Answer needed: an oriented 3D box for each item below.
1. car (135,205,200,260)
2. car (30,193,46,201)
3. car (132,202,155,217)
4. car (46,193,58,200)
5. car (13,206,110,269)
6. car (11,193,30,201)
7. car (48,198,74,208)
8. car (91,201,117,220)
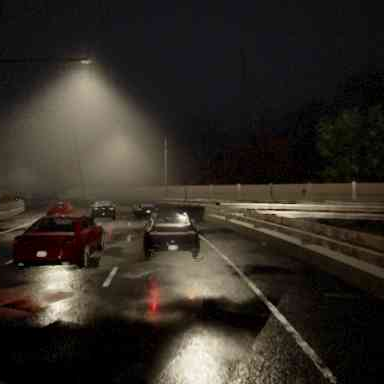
[{"bbox_3d":[-0.854,1.481,12.531,2.128,1.511,4.902,0,0,-7],"label":"car"},{"bbox_3d":[-37.587,1.153,78.886,5.566,2.045,2.150,0,0,42],"label":"car"},{"bbox_3d":[-4.018,1.548,28.823,1.994,1.385,4.181,0,0,-15],"label":"car"},{"bbox_3d":[-34.757,1.153,81.104,5.566,2.045,2.150,0,0,42],"label":"car"},{"bbox_3d":[-4.224,1.483,11.271,1.882,1.535,5.008,0,0,-6],"label":"car"},{"bbox_3d":[-39.975,1.482,76.330,5.357,1.411,2.033,0,0,42],"label":"car"},{"bbox_3d":[-11.143,1.541,28.395,1.812,1.442,4.674,0,0,-16],"label":"car"},{"bbox_3d":[-7.403,1.485,27.939,2.128,1.511,4.902,-1,1,-15],"label":"car"}]
